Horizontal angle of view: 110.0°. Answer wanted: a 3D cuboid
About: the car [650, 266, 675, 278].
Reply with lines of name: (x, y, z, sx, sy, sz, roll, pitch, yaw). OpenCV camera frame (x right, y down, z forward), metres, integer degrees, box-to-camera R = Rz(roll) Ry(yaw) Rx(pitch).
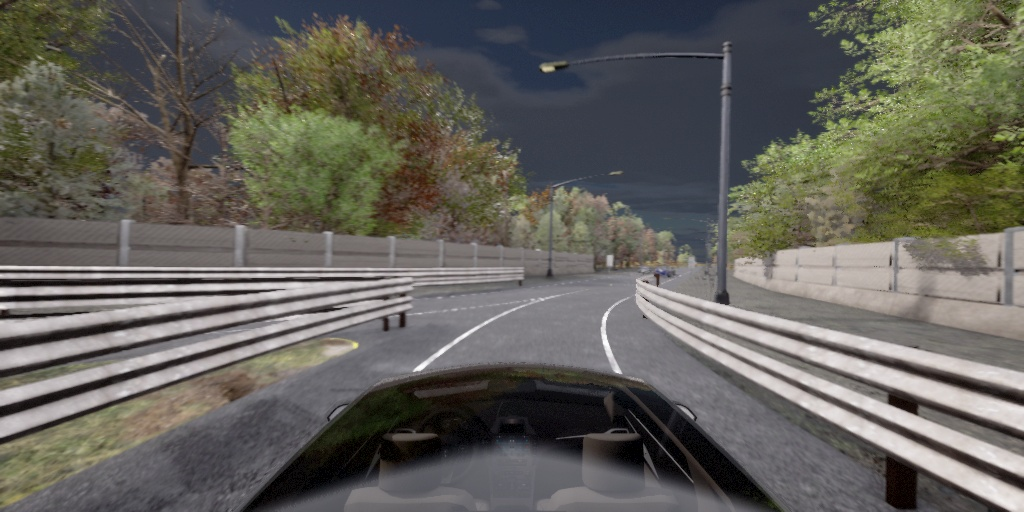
car: (21.966, 2.180, 52.224, 2.097, 1.767, 4.553, 1, -1, 28)

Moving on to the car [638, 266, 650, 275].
car: (22.642, 2.415, 60.842, 2.128, 1.511, 4.902, 1, 0, 29)
